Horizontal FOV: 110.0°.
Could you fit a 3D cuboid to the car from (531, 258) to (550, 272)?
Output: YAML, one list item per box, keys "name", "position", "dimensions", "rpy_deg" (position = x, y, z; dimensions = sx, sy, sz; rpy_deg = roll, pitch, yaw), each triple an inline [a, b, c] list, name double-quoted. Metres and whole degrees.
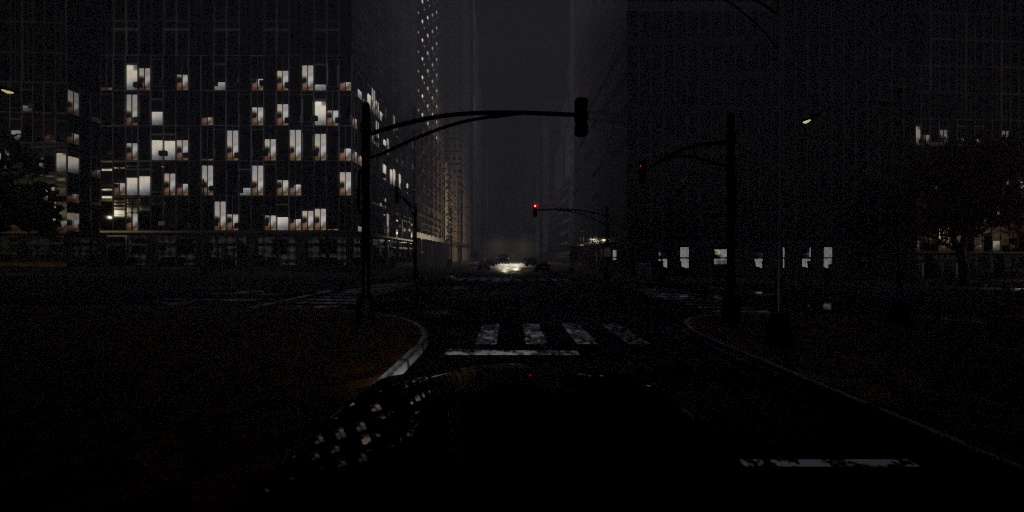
- name: "car"
  position: [3.880, 1.329, 46.591]
  dimensions: [1.948, 1.339, 4.313]
  rpy_deg: [0, 0, 0]

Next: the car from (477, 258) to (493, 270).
- name: "car"
  position: [-4.079, 1.342, 52.076]
  dimensions: [1.802, 1.307, 4.207]
  rpy_deg: [0, 0, 0]
